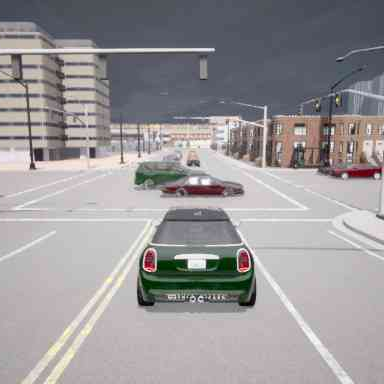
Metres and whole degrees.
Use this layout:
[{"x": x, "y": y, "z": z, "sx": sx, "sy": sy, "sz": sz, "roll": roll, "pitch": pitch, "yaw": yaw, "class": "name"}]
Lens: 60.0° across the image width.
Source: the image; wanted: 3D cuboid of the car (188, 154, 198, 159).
[{"x": 0.219, "y": -4.638, "z": 50.432, "sx": 1.895, "sy": 1.301, "sz": 4.718, "roll": 0, "pitch": 8, "yaw": 0, "class": "car"}]

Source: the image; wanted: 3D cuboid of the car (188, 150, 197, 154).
[{"x": 0.168, "y": -8.881, "z": 77.218, "sx": 2.097, "sy": 1.767, "sz": 4.553, "roll": 0, "pitch": 8, "yaw": 0, "class": "car"}]

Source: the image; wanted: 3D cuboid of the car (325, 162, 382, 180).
[{"x": 16.051, "y": -2.059, "z": 32.267, "sx": 5.008, "sy": 1.535, "sz": 1.882, "roll": 0, "pitch": 8, "yaw": 0, "class": "car"}]

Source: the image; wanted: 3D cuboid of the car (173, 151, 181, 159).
[{"x": -3.454, "y": -5.917, "z": 58.183, "sx": 1.882, "sy": 1.535, "sz": 5.008, "roll": 0, "pitch": 9, "yaw": 0, "class": "car"}]

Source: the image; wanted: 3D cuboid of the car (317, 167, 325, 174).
[{"x": 16.398, "y": -2.507, "z": 35.745, "sx": 5.357, "sy": 1.411, "sz": 2.033, "roll": 0, "pitch": 8, "yaw": 0, "class": "car"}]

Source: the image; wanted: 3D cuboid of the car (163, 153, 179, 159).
[{"x": -3.507, "y": -4.511, "z": 48.846, "sx": 2.128, "sy": 1.511, "sz": 4.902, "roll": 0, "pitch": 8, "yaw": 1, "class": "car"}]

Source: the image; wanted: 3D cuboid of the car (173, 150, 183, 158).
[{"x": -3.332, "y": -8.926, "z": 77.528, "sx": 2.097, "sy": 1.767, "sz": 4.553, "roll": 0, "pitch": 8, "yaw": 0, "class": "car"}]

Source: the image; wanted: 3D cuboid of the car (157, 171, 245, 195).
[{"x": 0.682, "y": -0.419, "z": 21.780, "sx": 5.357, "sy": 1.411, "sz": 2.033, "roll": 0, "pitch": 8, "yaw": 0, "class": "car"}]

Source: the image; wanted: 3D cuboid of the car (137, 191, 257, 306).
[{"x": 0.092, "y": 1.076, "z": 7.648, "sx": 2.097, "sy": 1.767, "sz": 4.553, "roll": 0, "pitch": 4, "yaw": 0, "class": "car"}]

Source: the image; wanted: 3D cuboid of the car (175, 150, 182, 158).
[{"x": -3.365, "y": -7.255, "z": 67.478, "sx": 1.812, "sy": 1.442, "sz": 4.674, "roll": 0, "pitch": 8, "yaw": 1, "class": "car"}]

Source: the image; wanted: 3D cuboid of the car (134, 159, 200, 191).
[{"x": -1.600, "y": -1.259, "z": 25.206, "sx": 5.566, "sy": 2.045, "sz": 2.150, "roll": 0, "pitch": 8, "yaw": 0, "class": "car"}]
